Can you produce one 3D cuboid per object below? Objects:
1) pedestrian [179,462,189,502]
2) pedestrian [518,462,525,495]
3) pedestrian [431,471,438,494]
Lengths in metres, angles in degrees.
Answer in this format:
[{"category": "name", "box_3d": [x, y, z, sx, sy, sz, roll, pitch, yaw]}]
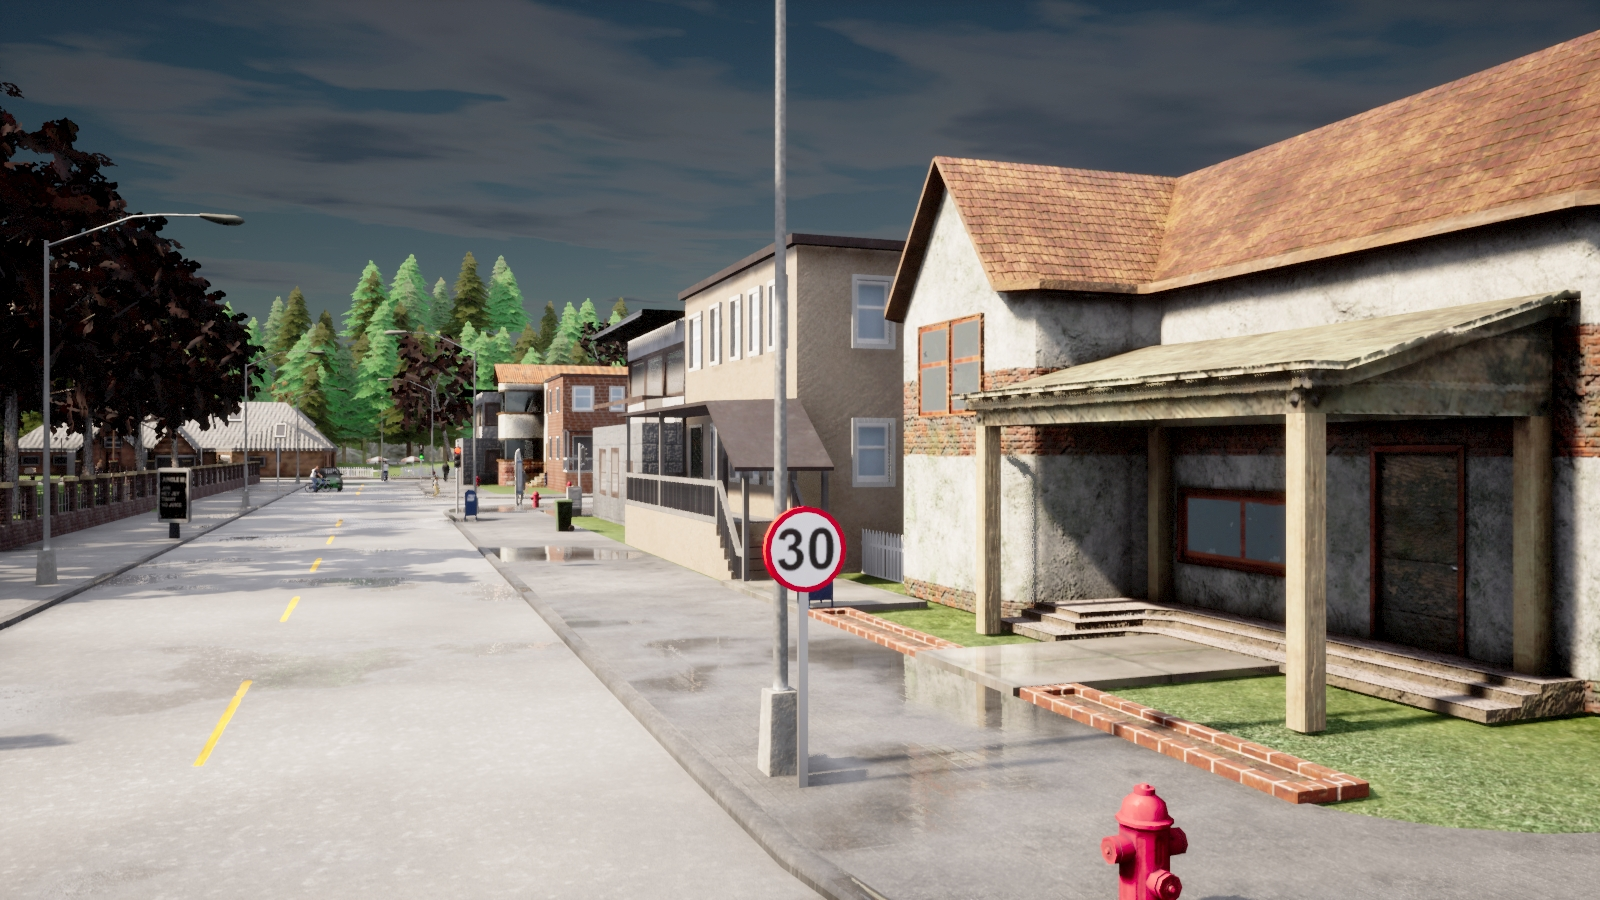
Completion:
[{"category": "pedestrian", "box_3d": [-29.286, 1.525, 54.317, 0.375, 1.860, 0.375, 0, 0, -20]}, {"category": "pedestrian", "box_3d": [-15.773, 1.628, 64.731, 0.375, 1.860, 0.375, 0, 0, -21]}, {"category": "pedestrian", "box_3d": [-21.379, 1.908, 66.900, 0.375, 1.300, 0.375, 0, 0, -17]}]
